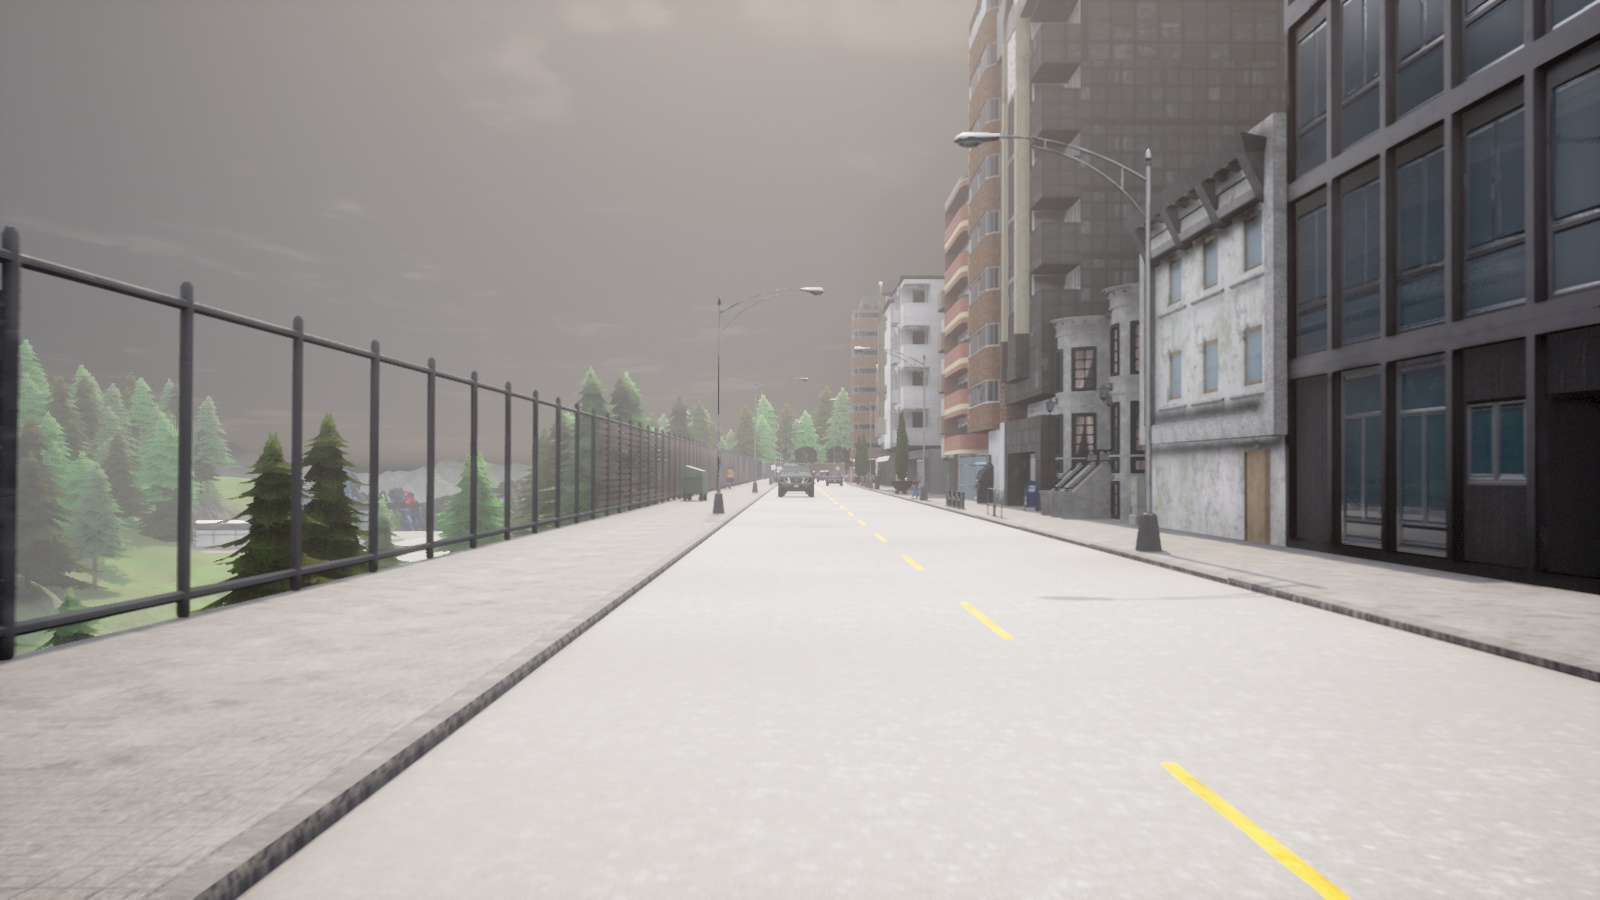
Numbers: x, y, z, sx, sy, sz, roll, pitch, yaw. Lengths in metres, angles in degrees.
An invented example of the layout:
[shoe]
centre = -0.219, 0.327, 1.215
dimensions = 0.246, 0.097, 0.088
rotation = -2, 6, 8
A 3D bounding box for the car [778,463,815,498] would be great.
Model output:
[car]
centre = -0.212, 1.816, 76.571
dimensions = 2.150, 2.045, 5.566
rotation = 0, -1, 0
